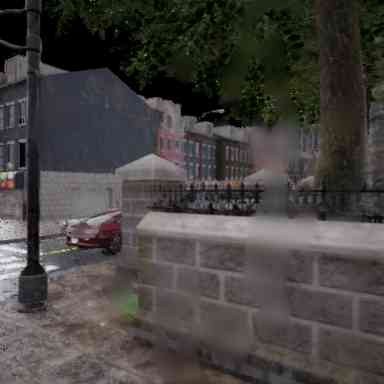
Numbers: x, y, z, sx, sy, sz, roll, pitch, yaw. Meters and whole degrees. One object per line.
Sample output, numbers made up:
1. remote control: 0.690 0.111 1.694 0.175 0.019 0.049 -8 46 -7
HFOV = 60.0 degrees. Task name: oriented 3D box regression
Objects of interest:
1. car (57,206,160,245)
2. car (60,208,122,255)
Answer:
1. car: -3.793 1.466 15.997 1.895 1.301 4.718 0 1 35
2. car: -2.575 1.414 12.888 1.812 1.442 4.674 0 0 34
